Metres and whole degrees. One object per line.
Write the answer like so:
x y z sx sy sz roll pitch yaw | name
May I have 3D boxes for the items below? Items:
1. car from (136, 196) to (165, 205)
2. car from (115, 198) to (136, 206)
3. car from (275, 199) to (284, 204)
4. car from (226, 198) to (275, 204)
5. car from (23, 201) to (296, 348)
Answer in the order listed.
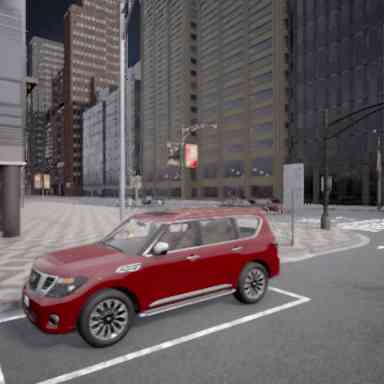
-5.862 1.356 49.288 2.128 1.511 4.902 0 0 -35 | car
-9.529 1.487 48.855 1.895 1.301 4.718 0 0 -35 | car
7.320 1.299 30.703 1.812 1.442 4.674 0 0 -35 | car
4.499 1.294 29.061 1.837 1.490 4.892 0 0 -35 | car
-0.425 1.276 6.445 5.009 1.841 2.192 -1 1 -35 | car
